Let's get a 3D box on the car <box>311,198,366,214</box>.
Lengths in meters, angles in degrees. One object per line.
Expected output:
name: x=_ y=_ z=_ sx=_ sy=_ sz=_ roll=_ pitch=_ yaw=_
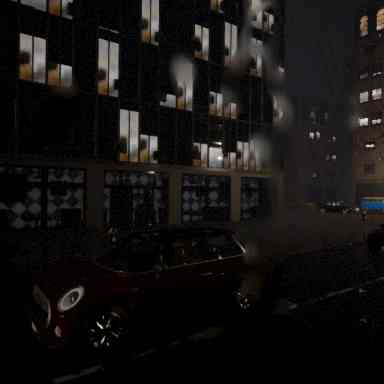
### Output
car: x=15.202 y=1.620 z=34.801 sx=2.008 sy=1.369 sz=4.403 roll=0 pitch=-1 yaw=-35

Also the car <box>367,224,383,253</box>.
car: x=8.370 y=1.567 z=12.524 sx=4.313 sy=1.339 sz=1.947 roll=0 pitch=1 yaw=-36

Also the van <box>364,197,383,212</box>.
van: x=22.087 y=1.525 z=39.583 sx=1.690 sy=1.788 sz=3.998 roll=0 pitch=-1 yaw=-35

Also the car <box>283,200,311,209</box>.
car: x=15.654 y=1.787 z=48.834 sx=1.752 sy=1.417 sz=4.829 roll=0 pitch=-1 yaw=-35

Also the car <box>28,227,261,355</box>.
car: x=-0.703 y=1.441 z=6.045 sx=4.097 sy=1.590 sz=1.967 roll=0 pitch=1 yaw=-36
